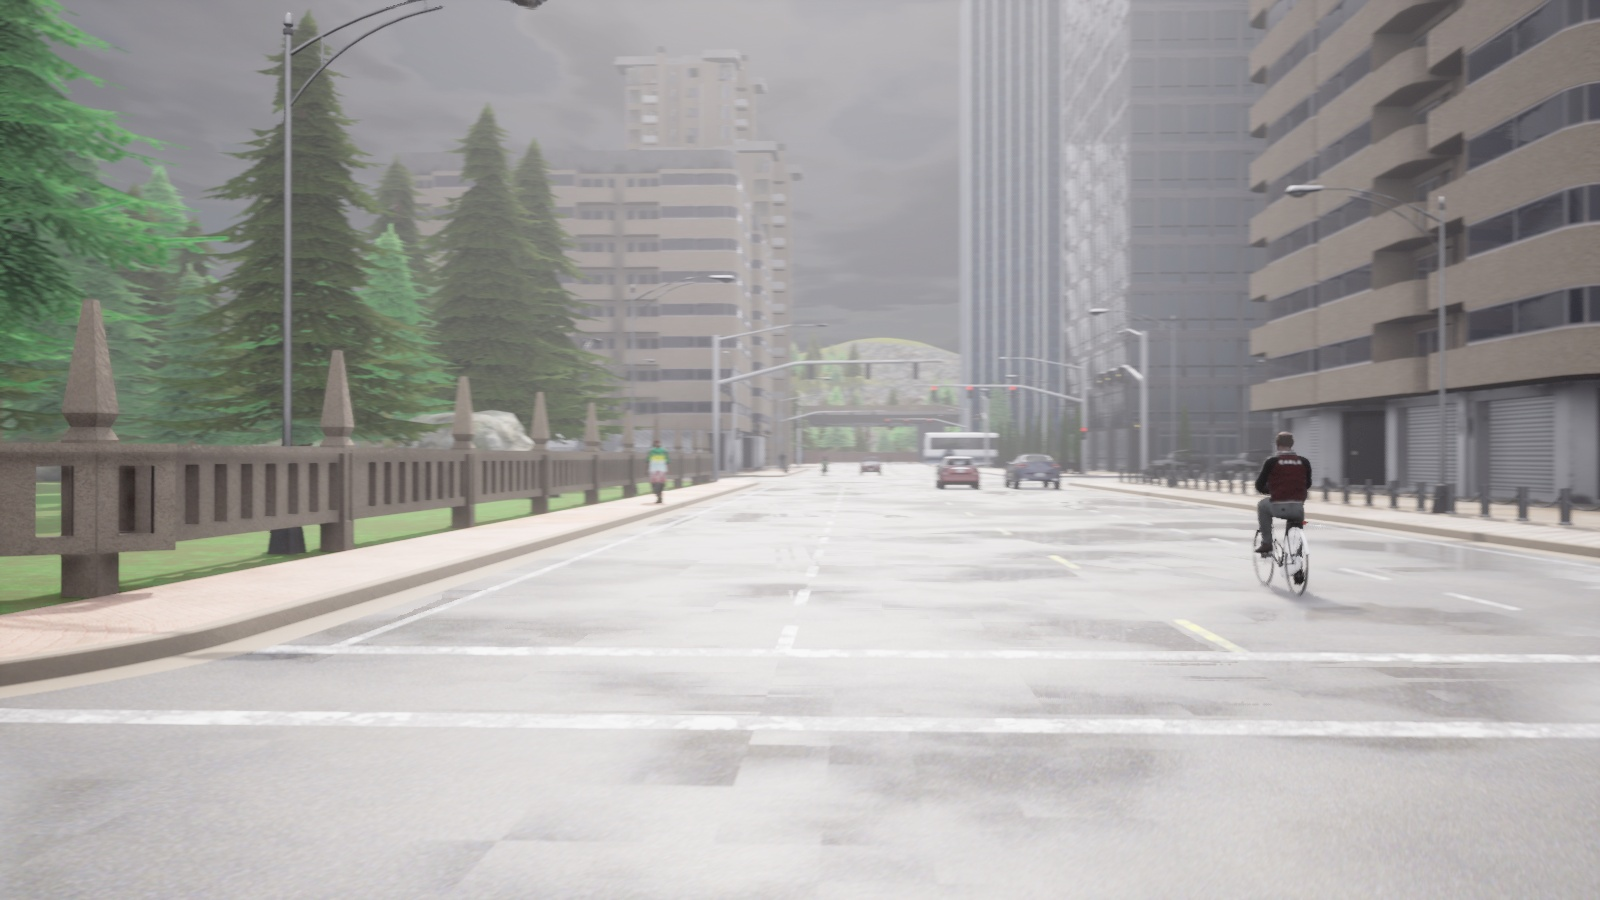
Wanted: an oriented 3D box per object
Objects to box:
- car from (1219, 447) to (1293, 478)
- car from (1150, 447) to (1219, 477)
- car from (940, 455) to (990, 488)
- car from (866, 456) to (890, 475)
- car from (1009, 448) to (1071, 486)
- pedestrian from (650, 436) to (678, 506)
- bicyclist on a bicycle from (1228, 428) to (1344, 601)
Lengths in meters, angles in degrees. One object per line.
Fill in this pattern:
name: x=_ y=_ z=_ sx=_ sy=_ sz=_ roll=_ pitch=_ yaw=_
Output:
car: x=27.844 y=0.752 z=76.785 sx=3.866 sy=1.878 sz=1.905 roll=0 pitch=0 yaw=3
car: x=24.618 y=0.783 z=80.470 sx=3.866 sy=1.878 sz=1.905 roll=0 pitch=0 yaw=3
car: x=7.541 y=0.966 z=57.777 sx=1.970 sy=1.475 sz=3.806 roll=0 pitch=0 yaw=3
car: x=6.090 y=1.223 z=98.780 sx=1.816 sy=1.474 sz=4.193 roll=0 pitch=0 yaw=3
car: x=11.063 y=0.767 z=58.171 sx=2.152 sy=1.651 sz=5.027 roll=0 pitch=0 yaw=3
pedestrian: x=-3.855 y=0.596 z=35.557 sx=0.659 sy=1.952 sz=0.873 roll=0 pitch=0 yaw=2
bicyclist on a bicycle: x=5.297 y=0.663 z=13.801 sx=0.659 sy=1.776 sz=1.843 roll=0 pitch=0 yaw=4
